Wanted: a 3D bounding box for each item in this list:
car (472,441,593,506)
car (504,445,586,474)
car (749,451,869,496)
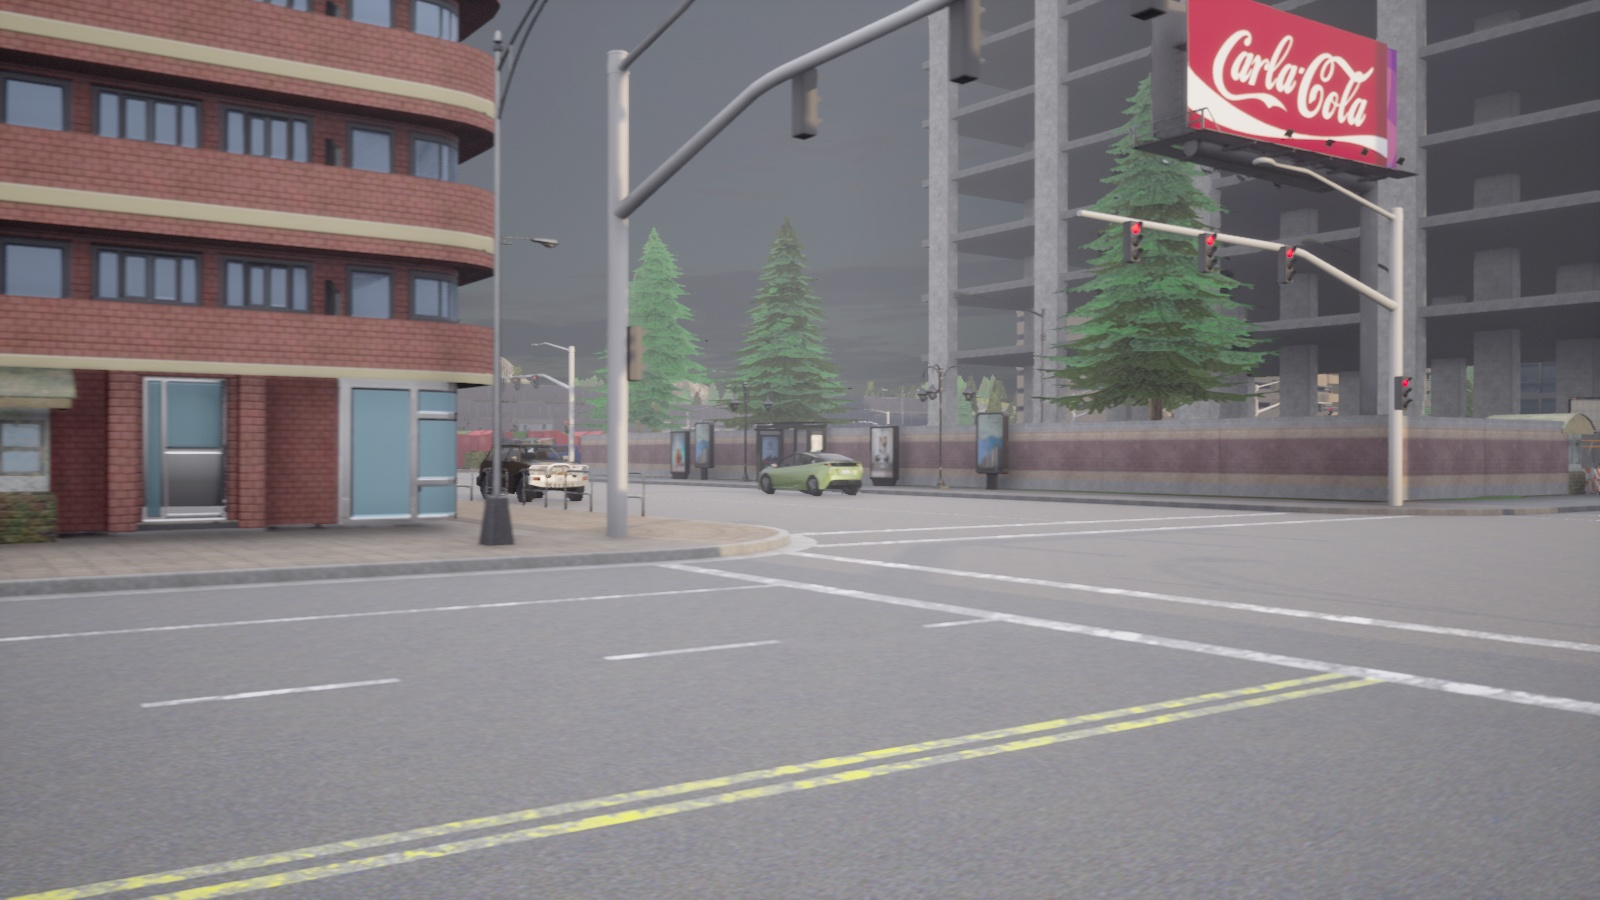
[{"bbox_3d":[-8.238,0.673,38.374,1.932,1.855,4.605,0,0,-35],"label":"car"},{"bbox_3d":[-18.797,0.676,92.670,5.566,2.045,2.150,0,0,-35],"label":"car"},{"bbox_3d":[0.243,0.801,44.566,2.007,1.525,4.514,0,0,-35],"label":"car"}]
